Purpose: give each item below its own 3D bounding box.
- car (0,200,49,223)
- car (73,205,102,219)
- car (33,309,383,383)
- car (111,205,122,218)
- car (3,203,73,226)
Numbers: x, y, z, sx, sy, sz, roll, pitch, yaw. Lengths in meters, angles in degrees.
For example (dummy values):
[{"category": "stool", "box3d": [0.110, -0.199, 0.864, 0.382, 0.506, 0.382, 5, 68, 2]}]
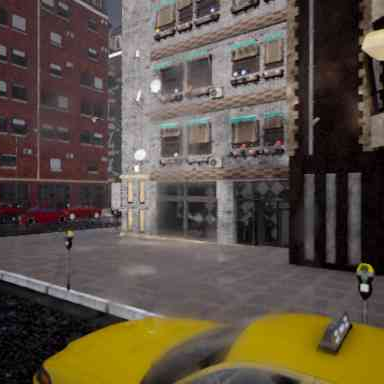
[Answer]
[{"category": "car", "box3d": [-14.151, 1.590, 27.650, 2.192, 1.841, 5.009, -1, -2, 35]}, {"category": "car", "box3d": [-10.854, 1.923, 32.288, 1.887, 1.381, 4.507, -1, -2, 35]}, {"category": "car", "box3d": [0.736, 1.525, 2.350, 4.829, 1.417, 1.752, 0, 0, 36]}, {"category": "car", "box3d": [-5.864, 1.700, 34.820, 2.150, 2.045, 5.566, 0, -1, 35]}, {"category": "car", "box3d": [-12.004, 1.850, 26.174, 1.994, 1.385, 4.181, 0, -1, 35]}]
